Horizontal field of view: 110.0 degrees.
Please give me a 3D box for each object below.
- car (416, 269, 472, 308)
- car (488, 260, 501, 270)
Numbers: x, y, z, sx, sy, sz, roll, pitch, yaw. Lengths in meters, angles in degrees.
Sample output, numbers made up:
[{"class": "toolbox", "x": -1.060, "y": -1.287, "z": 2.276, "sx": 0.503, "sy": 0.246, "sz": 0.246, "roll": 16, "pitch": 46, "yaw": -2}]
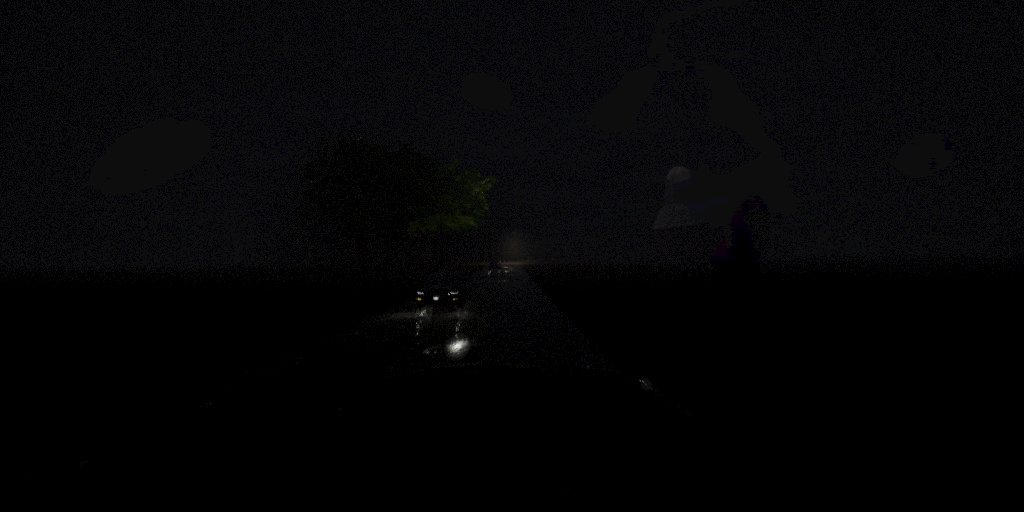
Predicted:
[{"class": "car", "x": -2.852, "y": 1.350, "z": 15.867, "sx": 1.837, "sy": 1.490, "sz": 4.892, "roll": 0, "pitch": 0, "yaw": 0}, {"class": "car", "x": -2.777, "y": 1.387, "z": 57.982, "sx": 1.837, "sy": 1.490, "sz": 4.892, "roll": 0, "pitch": 1, "yaw": 1}]
